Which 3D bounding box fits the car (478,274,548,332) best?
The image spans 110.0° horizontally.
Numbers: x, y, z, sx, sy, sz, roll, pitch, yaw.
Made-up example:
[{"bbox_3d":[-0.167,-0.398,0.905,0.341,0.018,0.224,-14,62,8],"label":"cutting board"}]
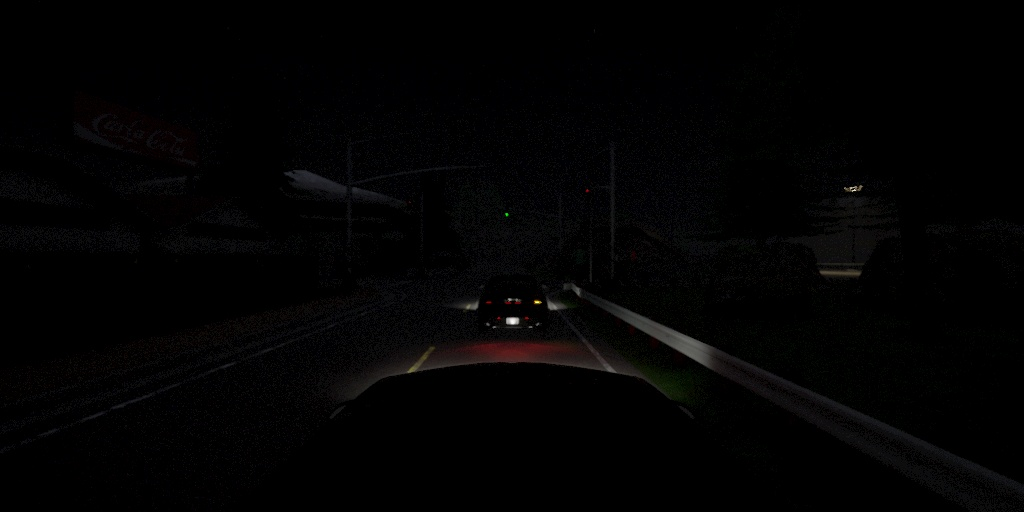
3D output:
[{"bbox_3d":[0.037,1.305,11.041,1.837,1.490,4.892,0,0,0],"label":"car"}]
